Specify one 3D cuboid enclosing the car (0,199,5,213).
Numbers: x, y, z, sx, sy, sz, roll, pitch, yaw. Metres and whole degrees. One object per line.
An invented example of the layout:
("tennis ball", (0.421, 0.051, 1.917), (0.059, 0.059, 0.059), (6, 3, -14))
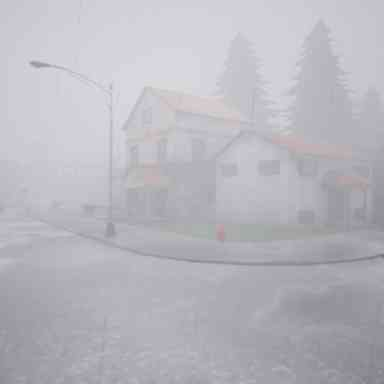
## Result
("car", (-22.162, 1.495, 37.288), (1.882, 1.535, 5.008), (0, 0, -33))
